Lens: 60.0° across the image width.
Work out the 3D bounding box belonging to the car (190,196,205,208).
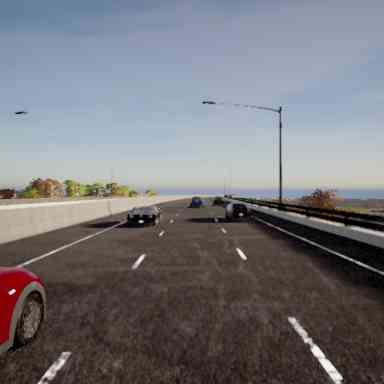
[{"bbox_3d":[0.811,1.409,49.661,2.097,1.767,4.553,0,0,4],"label":"car"}]

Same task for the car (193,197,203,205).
[{"bbox_3d":[1.213,1.702,64.378,1.895,1.301,4.718,0,0,2],"label":"car"}]

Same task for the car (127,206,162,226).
[{"bbox_3d":[-3.230,1.611,23.542,1.895,1.301,4.718,0,0,1],"label":"car"}]

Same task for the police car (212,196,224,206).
[{"bbox_3d":[4.408,1.501,55.615,1.930,1.638,5.238,0,0,2],"label":"police car"}]

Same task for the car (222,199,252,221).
[{"bbox_3d":[3.756,1.543,27.306,1.812,1.442,4.674,0,0,2],"label":"car"}]

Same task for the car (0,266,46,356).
[{"bbox_3d":[-3.388,1.351,3.476,2.097,1.767,4.553,0,0,0],"label":"car"}]
